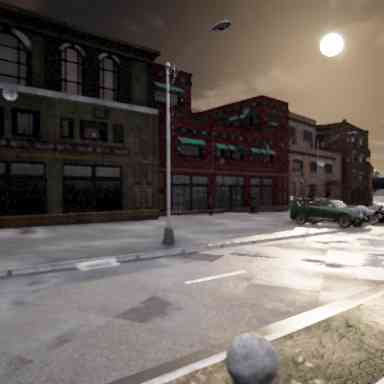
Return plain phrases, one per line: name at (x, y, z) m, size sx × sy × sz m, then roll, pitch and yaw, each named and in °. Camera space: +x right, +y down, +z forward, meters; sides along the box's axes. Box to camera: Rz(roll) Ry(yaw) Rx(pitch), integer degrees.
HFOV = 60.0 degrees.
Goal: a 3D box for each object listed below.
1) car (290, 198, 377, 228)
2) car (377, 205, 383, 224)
car at (9.974, 1.468, 24.534) m, size 2.435 × 2.045 × 5.566 m, roll 1°, pitch -1°, yaw -40°
car at (14.063, 1.863, 28.151) m, size 2.163 × 1.488 × 4.792 m, roll 2°, pitch -1°, yaw -42°
